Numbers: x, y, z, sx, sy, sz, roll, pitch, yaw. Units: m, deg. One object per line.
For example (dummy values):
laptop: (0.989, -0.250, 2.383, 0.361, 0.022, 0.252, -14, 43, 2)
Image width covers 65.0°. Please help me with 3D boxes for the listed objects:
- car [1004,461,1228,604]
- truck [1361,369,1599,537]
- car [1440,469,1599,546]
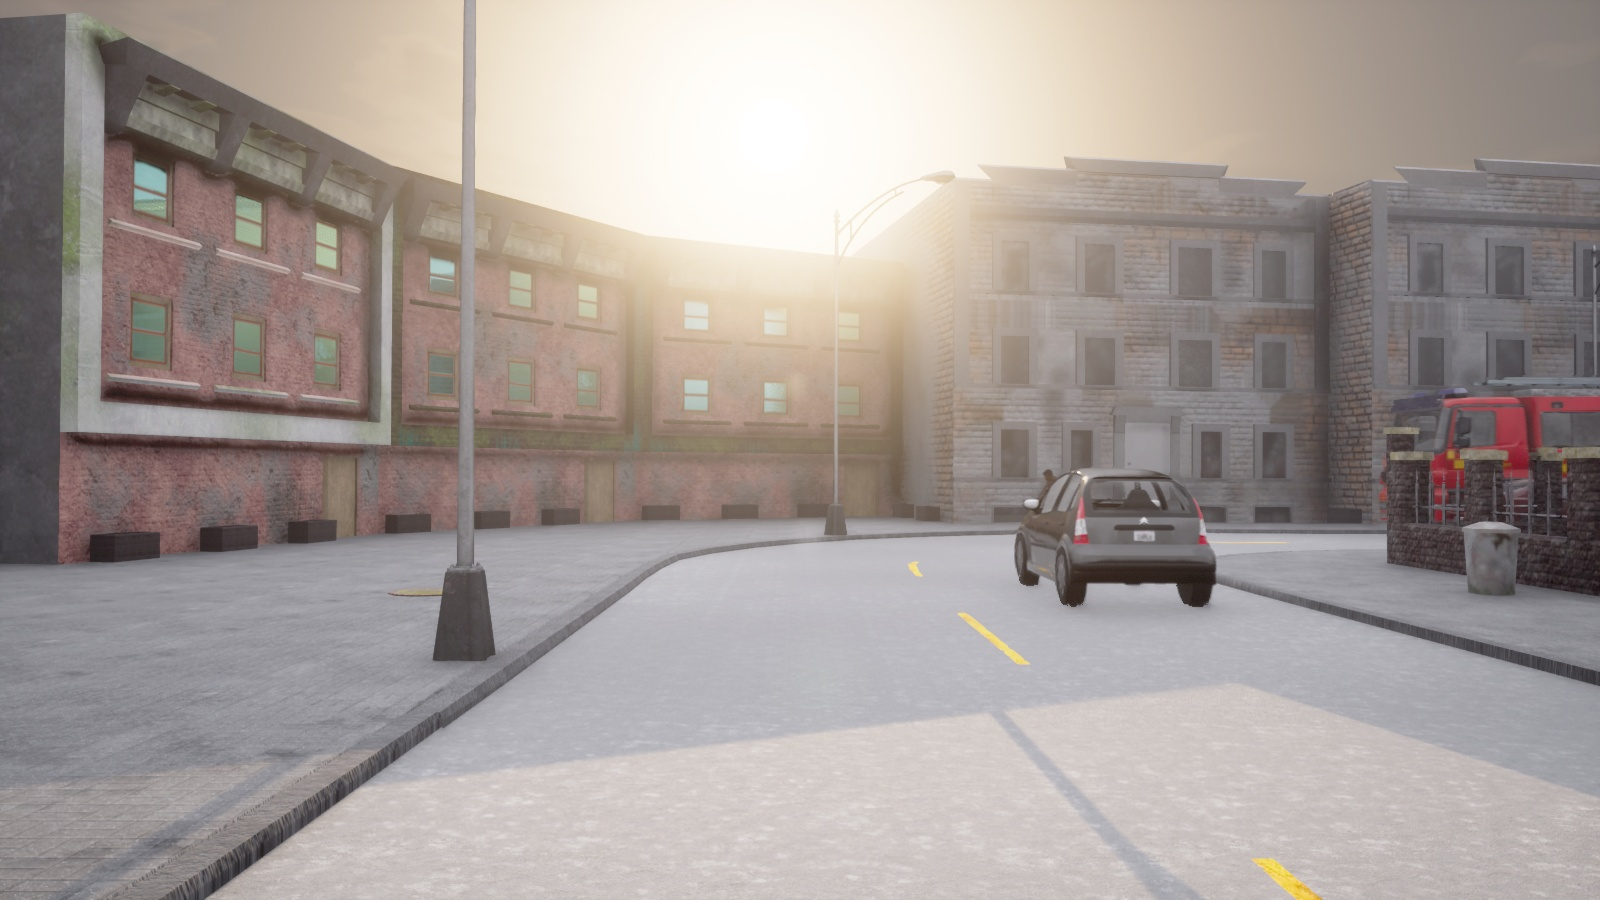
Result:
car: (3.904, 0.969, 16.221, 1.851, 1.617, 3.988, 0, -1, 0)
truck: (18.388, 0.082, 30.208, 8.468, 3.827, 2.891, 0, -1, 0)
car: (16.349, 1.166, 26.225, 5.008, 1.535, 1.882, 0, -1, 0)
